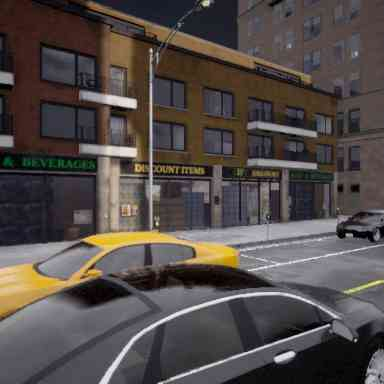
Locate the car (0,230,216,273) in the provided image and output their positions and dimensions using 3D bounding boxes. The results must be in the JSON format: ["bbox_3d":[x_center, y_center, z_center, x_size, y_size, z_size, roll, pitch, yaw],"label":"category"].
[{"bbox_3d":[-1.362,1.477,5.806,5.008,1.535,1.882,0,0,-35],"label":"car"}]

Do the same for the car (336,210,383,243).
[{"bbox_3d":[8.836,1.567,16.200,4.313,1.339,1.947,0,0,-35],"label":"car"}]

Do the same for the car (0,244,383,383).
[{"bbox_3d":[0.185,1.506,3.292,4.892,1.490,1.837,0,0,-35],"label":"car"}]
